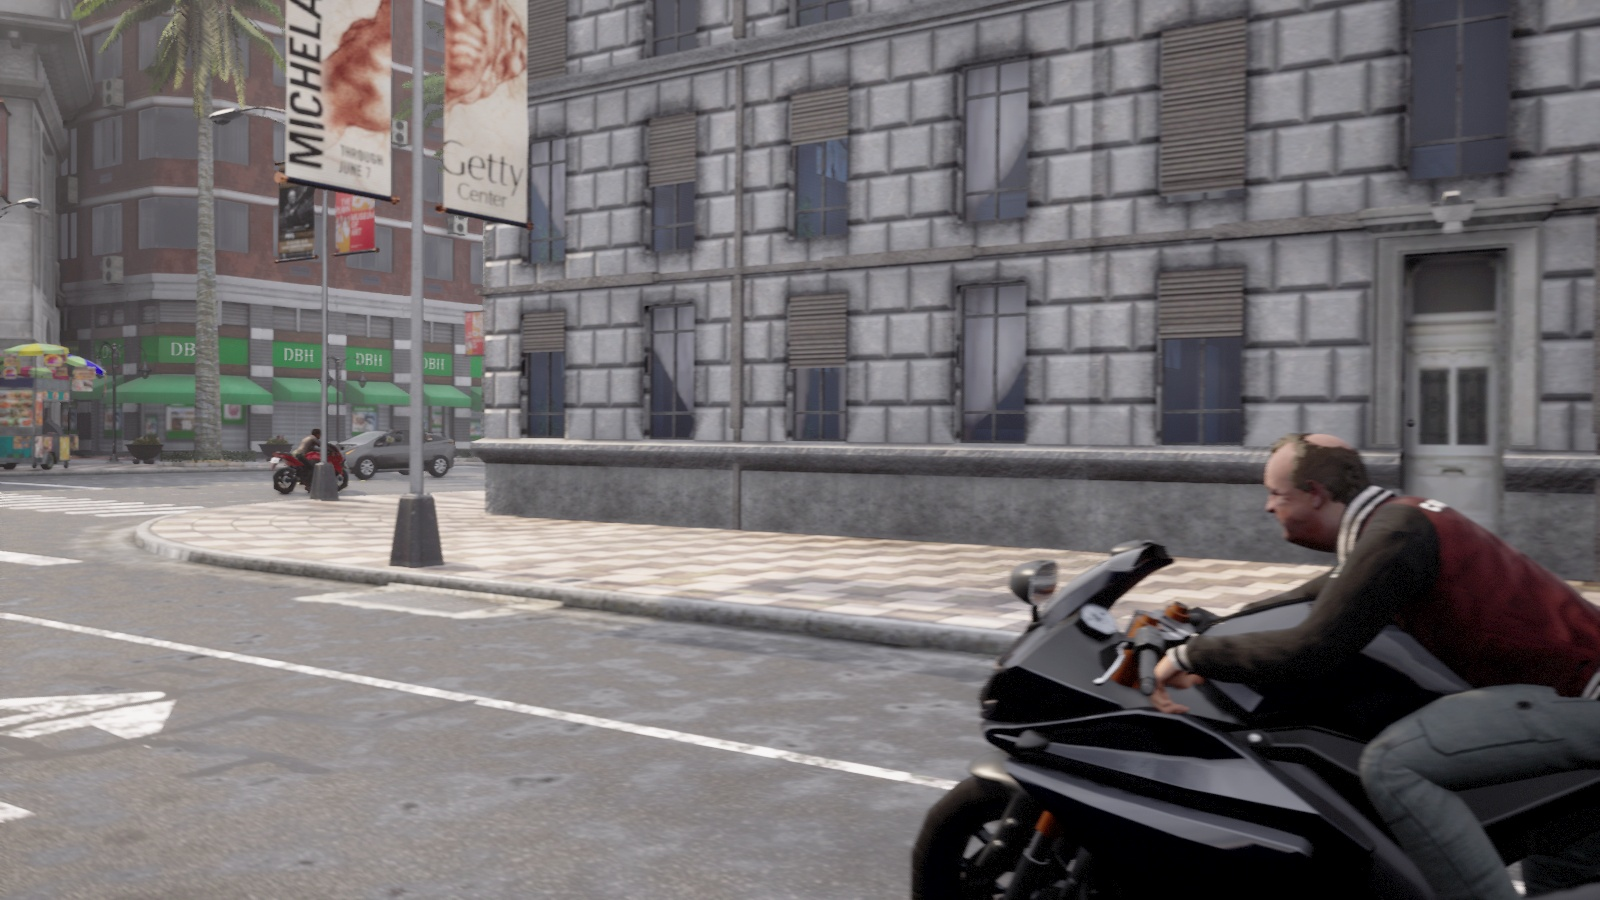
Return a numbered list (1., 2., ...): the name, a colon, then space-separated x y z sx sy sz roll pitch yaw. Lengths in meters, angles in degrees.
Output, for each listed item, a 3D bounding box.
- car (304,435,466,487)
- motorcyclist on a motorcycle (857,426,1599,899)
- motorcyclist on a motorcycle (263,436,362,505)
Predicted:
1. car: -12.974 0.308 39.517 2.007 1.525 4.514 0 1 34
2. motorcyclist on a motorcycle: 1.296 0.717 2.761 2.191 1.530 0.866 0 1 34
3. motorcyclist on a motorcycle: -11.354 0.457 29.301 0.797 1.523 2.044 0 1 34
